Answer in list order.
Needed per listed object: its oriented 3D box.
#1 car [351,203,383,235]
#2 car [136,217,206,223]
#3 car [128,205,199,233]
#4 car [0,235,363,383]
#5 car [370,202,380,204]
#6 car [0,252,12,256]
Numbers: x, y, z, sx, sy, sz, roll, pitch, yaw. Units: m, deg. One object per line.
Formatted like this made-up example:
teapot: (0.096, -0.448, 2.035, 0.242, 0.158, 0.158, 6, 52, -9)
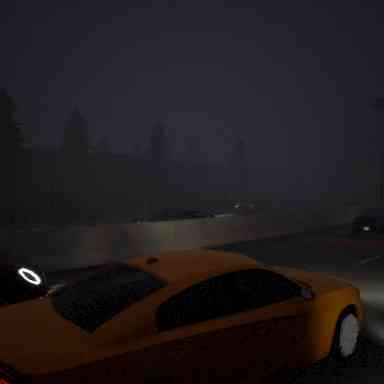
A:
car: (9.918, 1.543, 17.506, 1.812, 1.442, 4.674, 0, 0, 44)
car: (-0.360, 1.637, 17.483, 4.718, 1.301, 1.895, 0, 0, -43)
car: (-1.724, 1.609, 21.030, 4.181, 1.385, 1.994, 0, 0, -43)
car: (0.224, 1.486, 4.153, 5.008, 1.535, 1.882, 0, 0, -37)
car: (27.487, 1.574, 49.120, 1.812, 1.442, 4.674, 0, 0, 40)
car: (-4.610, 1.370, 4.965, 4.553, 1.767, 2.097, 0, 0, -35)
